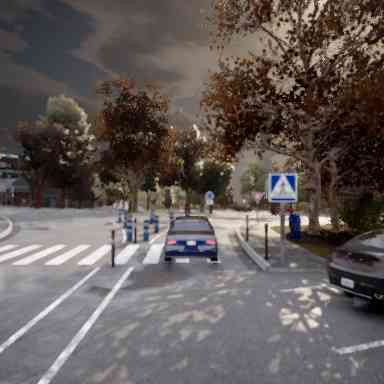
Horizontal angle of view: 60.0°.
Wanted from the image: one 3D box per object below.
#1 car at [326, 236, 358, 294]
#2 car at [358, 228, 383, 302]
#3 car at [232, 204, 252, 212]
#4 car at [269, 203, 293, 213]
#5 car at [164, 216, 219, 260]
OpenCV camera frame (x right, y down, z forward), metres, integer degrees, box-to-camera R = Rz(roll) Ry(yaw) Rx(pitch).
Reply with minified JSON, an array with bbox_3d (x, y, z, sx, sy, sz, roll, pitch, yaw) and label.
[{"bbox_3d":[5.283,1.535,7.345,4.892,1.521,2.231,1,-1,-21],"label":"car"},{"bbox_3d":[5.344,1.266,4.386,5.566,2.045,2.435,1,-1,-21],"label":"car"},{"bbox_3d":[11.507,3.595,77.379,4.553,1.767,2.097,0,-1,31],"label":"car"},{"bbox_3d":[18.479,3.387,69.190,2.150,2.045,5.566,0,-1,-29],"label":"car"},{"bbox_3d":[0.002,1.619,12.645,2.033,1.411,5.357,0,0,1],"label":"car"}]
